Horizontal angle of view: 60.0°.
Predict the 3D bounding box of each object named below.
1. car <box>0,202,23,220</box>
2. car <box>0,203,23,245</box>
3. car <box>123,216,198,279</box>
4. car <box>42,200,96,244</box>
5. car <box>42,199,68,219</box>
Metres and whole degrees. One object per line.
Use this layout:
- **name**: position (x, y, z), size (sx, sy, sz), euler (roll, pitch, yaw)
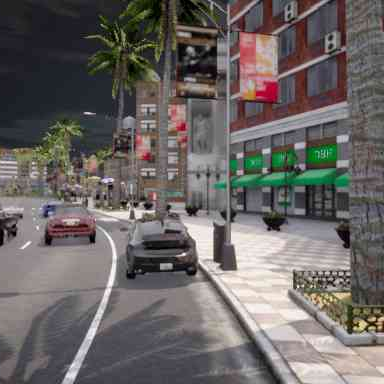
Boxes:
- **car**: position (-15.667, 1.588, 28.795), size (1.895, 1.301, 4.718), euler (0, 0, -27)
- **car**: position (-9.229, 1.485, 15.197), size (2.128, 1.511, 4.902), euler (0, 0, -19)
- **car**: position (-1.087, 1.504, 10.197), size (1.837, 1.490, 4.892), euler (0, 0, -11)
- **car**: position (-5.841, 1.346, 16.124), size (2.097, 1.767, 4.553), euler (0, 0, -19)
- **car**: position (-12.708, 1.468, 30.708), size (1.882, 1.535, 5.008), euler (0, 0, -27)
